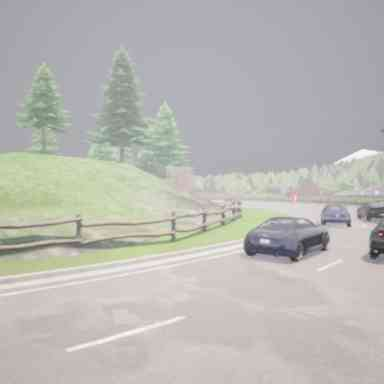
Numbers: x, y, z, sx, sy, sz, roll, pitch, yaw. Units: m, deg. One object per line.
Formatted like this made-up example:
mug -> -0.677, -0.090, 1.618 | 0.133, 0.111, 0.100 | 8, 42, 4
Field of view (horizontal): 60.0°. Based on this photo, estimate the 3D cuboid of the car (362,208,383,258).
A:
car -> 7.778, 1.545, 12.094 | 1.837, 1.490, 4.892 | 0, 0, 37

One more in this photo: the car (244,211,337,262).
car -> 3.696, 1.604, 12.533 | 1.994, 1.385, 4.181 | 0, 0, 40

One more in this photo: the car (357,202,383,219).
car -> 15.003, 1.564, 27.429 | 1.882, 1.535, 5.008 | 0, 0, 15

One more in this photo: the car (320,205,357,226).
car -> 10.358, 1.624, 24.020 | 2.033, 1.411, 5.357 | 0, 0, 21
